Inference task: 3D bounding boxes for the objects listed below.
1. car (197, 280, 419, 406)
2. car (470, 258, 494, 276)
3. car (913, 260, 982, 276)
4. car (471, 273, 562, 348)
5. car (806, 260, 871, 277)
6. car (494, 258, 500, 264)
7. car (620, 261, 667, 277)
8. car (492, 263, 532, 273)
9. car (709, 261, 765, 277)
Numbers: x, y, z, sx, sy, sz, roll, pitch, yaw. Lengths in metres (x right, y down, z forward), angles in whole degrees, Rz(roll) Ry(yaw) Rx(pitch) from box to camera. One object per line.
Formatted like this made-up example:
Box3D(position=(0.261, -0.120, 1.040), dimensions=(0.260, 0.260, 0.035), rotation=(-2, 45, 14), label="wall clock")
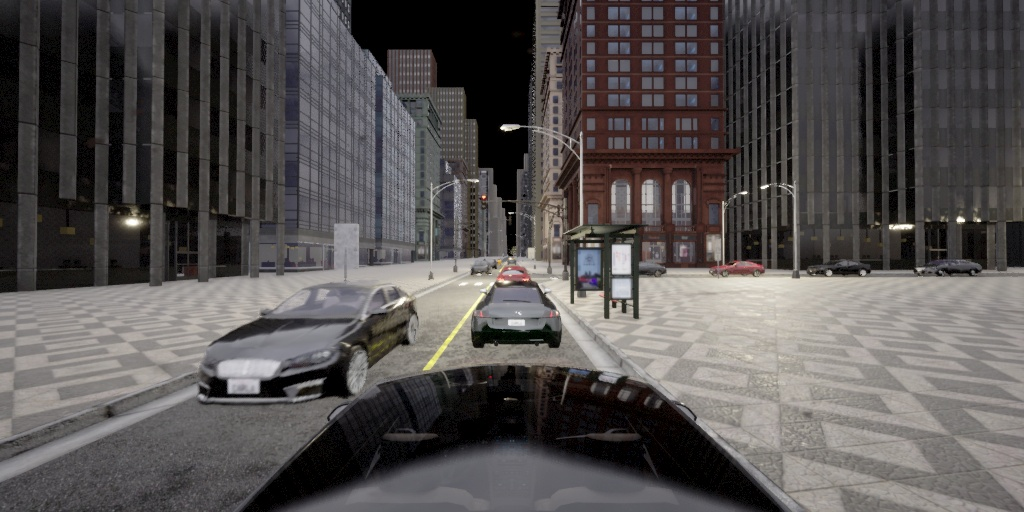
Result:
Box3D(position=(-3.100, 1.242, 6.594), dimensions=(2.128, 1.511, 4.902), rotation=(0, 0, 0), label="car")
Box3D(position=(-3.111, 1.220, 36.283), dimensions=(1.837, 1.490, 4.892), rotation=(0, 0, 0), label="car")
Box3D(position=(40.191, 1.087, 33.158), dimensions=(4.902, 1.511, 2.128), rotation=(0, -1, 1), label="car")
Box3D(position=(0.096, 1.314, 9.243), dimensions=(1.994, 1.385, 4.181), rotation=(0, 0, 0), label="car")
Box3D(position=(30.155, 1.112, 33.194), dimensions=(5.008, 1.535, 1.882), rotation=(0, -1, 0), label="car")
Box3D(position=(-3.112, 1.154, 52.084), dimensions=(1.882, 1.535, 5.008), rotation=(0, 0, 0), label="car")
Box3D(position=(11.861, 1.225, 33.210), dimensions=(4.674, 1.442, 1.812), rotation=(0, -1, -2), label="car")
Box3D(position=(0.112, 1.269, 19.078), dimensions=(1.812, 1.442, 4.674), rotation=(0, 0, 1), label="car")
Box3D(position=(20.797, 1.194, 33.208), dimensions=(4.674, 1.442, 1.812), rotation=(0, -1, 0), label="car")
